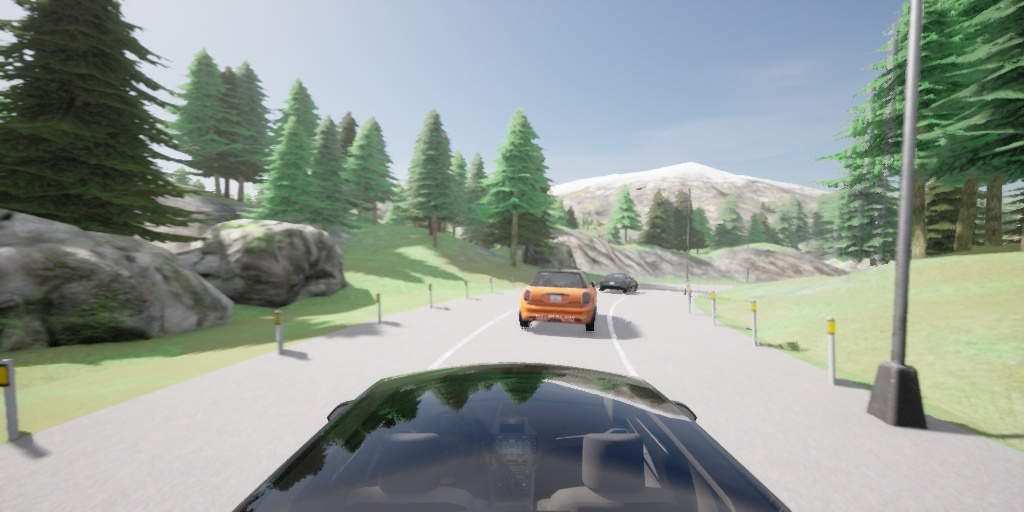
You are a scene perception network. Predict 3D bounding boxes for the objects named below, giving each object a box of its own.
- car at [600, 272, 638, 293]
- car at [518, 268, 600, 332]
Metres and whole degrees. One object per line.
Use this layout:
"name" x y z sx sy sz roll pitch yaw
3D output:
"car" 7.810 1.903 26.025 1.994 1.385 4.181 2 -2 31
"car" 1.635 1.176 11.522 2.097 1.767 4.553 1 -1 13
